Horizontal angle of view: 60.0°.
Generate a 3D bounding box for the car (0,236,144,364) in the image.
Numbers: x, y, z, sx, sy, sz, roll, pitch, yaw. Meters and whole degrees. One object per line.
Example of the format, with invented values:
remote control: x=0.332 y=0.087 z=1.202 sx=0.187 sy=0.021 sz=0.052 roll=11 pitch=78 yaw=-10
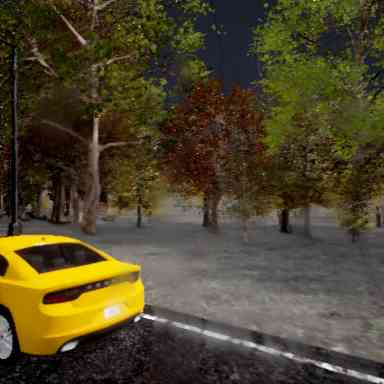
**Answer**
car: x=-3.092 y=1.524 z=5.911 sx=5.008 sy=1.535 sz=1.882 roll=-2 pitch=-2 yaw=35
